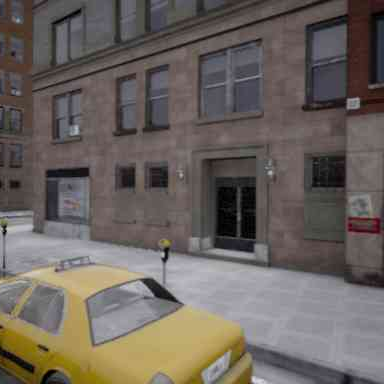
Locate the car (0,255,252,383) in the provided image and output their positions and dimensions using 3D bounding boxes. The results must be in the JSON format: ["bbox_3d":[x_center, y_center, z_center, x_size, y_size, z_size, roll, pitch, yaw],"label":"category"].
[{"bbox_3d":[-1.665,1.499,4.269,4.829,1.417,1.752,0,0,36],"label":"car"}]
